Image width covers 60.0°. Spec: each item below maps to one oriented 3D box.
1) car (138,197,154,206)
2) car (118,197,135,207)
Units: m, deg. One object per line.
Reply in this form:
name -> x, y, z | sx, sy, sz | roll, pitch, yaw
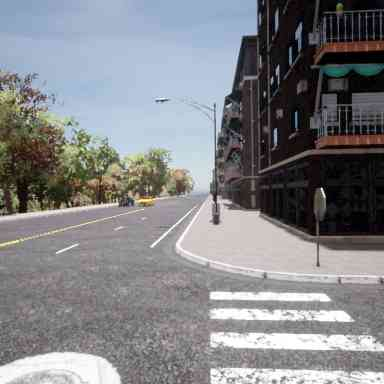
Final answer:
car -> -7.304, 1.481, 53.636 | 1.882, 1.535, 5.008 | -1, 0, 3
car -> -10.547, 1.552, 53.831 | 1.837, 1.490, 4.892 | -1, 0, 3
